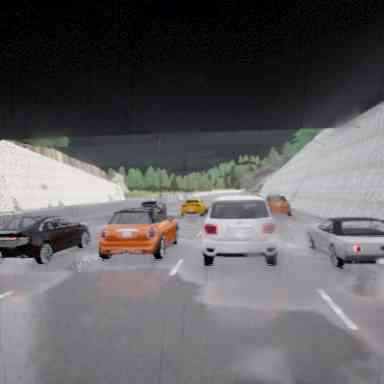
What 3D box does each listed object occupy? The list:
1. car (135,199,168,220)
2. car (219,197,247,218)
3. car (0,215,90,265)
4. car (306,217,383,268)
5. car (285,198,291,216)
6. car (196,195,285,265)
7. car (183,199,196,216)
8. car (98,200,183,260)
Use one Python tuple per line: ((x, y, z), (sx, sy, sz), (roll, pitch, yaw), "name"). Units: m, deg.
((-3.460, 1.472, 29.513), (1.837, 1.490, 4.892), (-1, 0, 6), "car")
((3.485, 1.280, 28.652), (2.128, 1.511, 4.902), (-1, 0, 6), "car")
((-5.396, 1.582, 12.094), (2.128, 1.511, 4.902), (-1, 0, 6), "car")
((4.992, 1.425, 10.517), (1.895, 1.301, 4.718), (-1, 0, 6), "car")
((6.931, 1.052, 28.017), (2.097, 1.767, 4.553), (-1, 0, 6), "car")
((1.567, 1.132, 11.448), (2.150, 2.045, 5.566), (-1, 0, 6), "car")
((0.184, 1.345, 30.637), (1.882, 1.535, 5.008), (-1, 0, 6), "car")
((-1.818, 1.346, 12.636), (2.097, 1.767, 4.553), (-1, 0, 6), "car")
